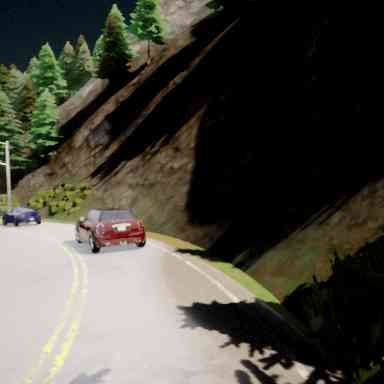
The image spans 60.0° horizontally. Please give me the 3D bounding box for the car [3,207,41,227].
[{"bbox_3d":[-13.459,1.894,26.366,1.812,1.442,4.674,-4,1,-43],"label":"car"}]

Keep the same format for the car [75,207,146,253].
[{"bbox_3d":[-3.681,1.419,14.451,2.097,1.767,4.553,-3,1,-29],"label":"car"}]
